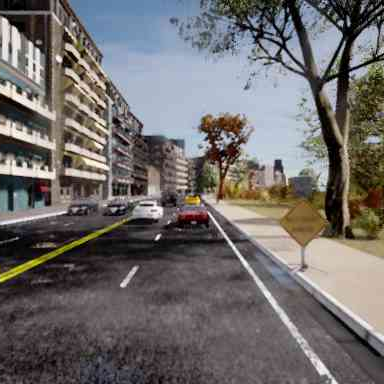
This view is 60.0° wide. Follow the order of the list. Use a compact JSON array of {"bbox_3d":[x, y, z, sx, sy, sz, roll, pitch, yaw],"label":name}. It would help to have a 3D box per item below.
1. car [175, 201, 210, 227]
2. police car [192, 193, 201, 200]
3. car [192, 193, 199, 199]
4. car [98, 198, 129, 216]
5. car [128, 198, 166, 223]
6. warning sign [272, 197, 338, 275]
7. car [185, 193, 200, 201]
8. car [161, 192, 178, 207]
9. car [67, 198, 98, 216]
[{"bbox_3d":[0.107,1.475,21.517,1.895,1.301,4.718,0,0,0],"label":"car"},{"bbox_3d":[1.001,0.986,78.645,1.930,1.638,5.238,0,0,0],"label":"police car"},{"bbox_3d":[1.024,1.036,88.480,1.812,1.442,4.674,0,0,1],"label":"car"},{"bbox_3d":[-6.576,1.315,30.383,2.128,1.511,4.902,0,0,0],"label":"car"},{"bbox_3d":[-3.155,1.384,24.242,1.812,1.442,4.674,0,0,0],"label":"car"},{"bbox_3d":[2.845,1.065,8.540,1.300,1.860,1.060,-1,0,0],"label":"warning sign"},{"bbox_3d":[0.087,1.209,46.803,1.882,1.535,5.008,0,0,0],"label":"car"},{"bbox_3d":[-3.161,0.953,46.820,2.150,2.045,5.566,0,0,0],"label":"car"},{"bbox_3d":[-9.826,1.315,30.391,2.128,1.511,4.902,0,0,0],"label":"car"}]
